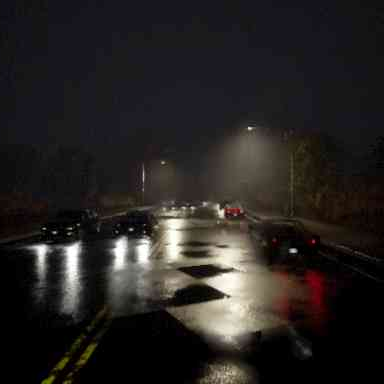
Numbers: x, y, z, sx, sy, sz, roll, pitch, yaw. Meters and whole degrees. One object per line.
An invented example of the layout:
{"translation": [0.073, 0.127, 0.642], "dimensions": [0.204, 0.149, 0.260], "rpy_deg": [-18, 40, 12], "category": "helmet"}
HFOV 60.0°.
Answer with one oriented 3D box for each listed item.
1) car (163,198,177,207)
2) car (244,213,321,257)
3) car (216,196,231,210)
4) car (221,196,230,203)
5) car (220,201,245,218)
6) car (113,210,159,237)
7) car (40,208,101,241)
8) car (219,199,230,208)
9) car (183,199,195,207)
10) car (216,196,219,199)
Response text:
{"translation": [-3.950, 1.853, 60.055], "dimensions": [2.097, 1.767, 4.553], "rpy_deg": [0, 0, 5], "category": "car"}
{"translation": [3.508, 1.728, 13.580], "dimensions": [1.895, 1.301, 4.718], "rpy_deg": [0, -1, 1], "category": "car"}
{"translation": [4.877, 1.837, 47.306], "dimensions": [2.033, 1.649, 4.856], "rpy_deg": [0, 0, 4], "category": "car"}
{"translation": [9.191, 2.055, 90.752], "dimensions": [2.097, 1.767, 4.553], "rpy_deg": [0, 0, 7], "category": "car"}
{"translation": [4.205, 1.900, 33.794], "dimensions": [1.895, 1.301, 4.718], "rpy_deg": [0, -1, 3], "category": "car"}
{"translation": [-3.058, 1.735, 18.889], "dimensions": [1.994, 1.385, 4.181], "rpy_deg": [0, -1, 2], "category": "car"}
{"translation": [-6.338, 1.666, 17.924], "dimensions": [1.837, 1.490, 4.892], "rpy_deg": [0, 0, 2], "category": "car"}
{"translation": [5.704, 1.965, 58.198], "dimensions": [1.882, 1.535, 5.008], "rpy_deg": [0, 0, 5], "category": "car"}
{"translation": [-0.542, 2.039, 61.701], "dimensions": [1.812, 1.442, 4.674], "rpy_deg": [0, 0, 6], "category": "car"}
{"translation": [6.699, 2.057, 69.077], "dimensions": [2.128, 1.511, 4.902], "rpy_deg": [0, 0, 6], "category": "car"}
